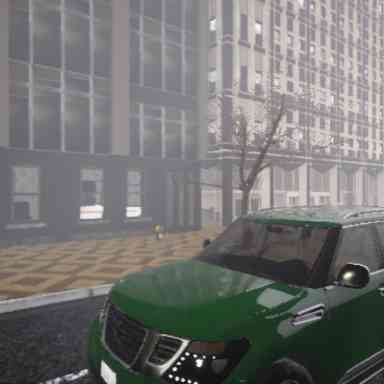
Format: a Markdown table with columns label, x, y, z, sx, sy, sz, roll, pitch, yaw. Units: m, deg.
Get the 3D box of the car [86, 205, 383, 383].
| label | x | y | z | sx | sy | sz | roll | pitch | yaw |
| --- | --- | --- | --- | --- | --- | --- | --- | --- | --- |
| car | 1.534 | 1.239 | 4.469 | 5.566 | 2.045 | 2.150 | 0 | 0 | -35 |
